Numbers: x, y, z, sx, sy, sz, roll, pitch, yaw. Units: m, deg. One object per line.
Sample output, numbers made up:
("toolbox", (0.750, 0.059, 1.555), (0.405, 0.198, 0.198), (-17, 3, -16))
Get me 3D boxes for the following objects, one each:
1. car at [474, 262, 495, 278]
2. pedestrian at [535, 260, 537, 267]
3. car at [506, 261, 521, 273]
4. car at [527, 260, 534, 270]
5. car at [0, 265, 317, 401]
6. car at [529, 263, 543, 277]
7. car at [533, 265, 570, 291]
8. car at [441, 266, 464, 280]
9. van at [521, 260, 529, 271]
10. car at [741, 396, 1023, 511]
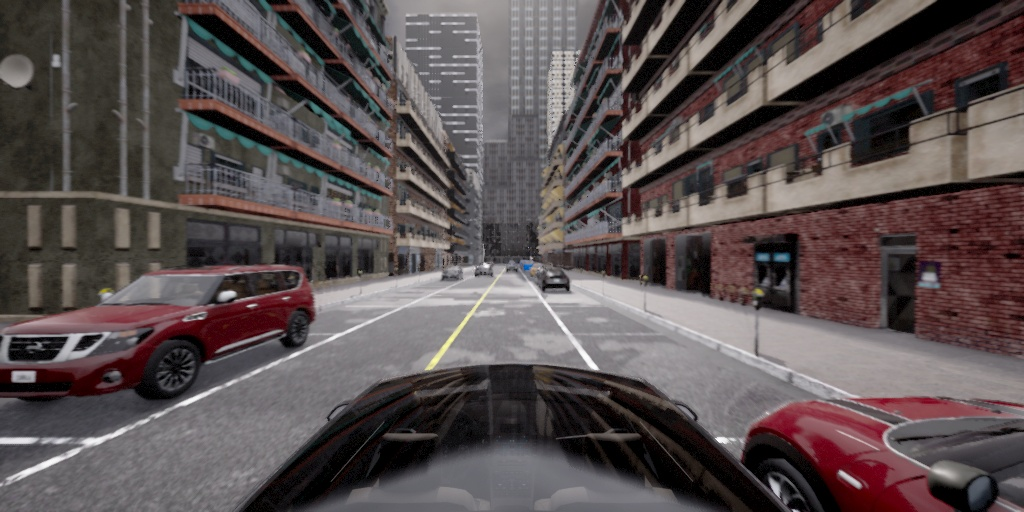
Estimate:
("car", (-3.089, 1.666, 40.125), (1.994, 1.385, 4.181), (0, -1, 0))
("pedestrian", (2.991, 1.434, 44.267), (0.375, 1.860, 0.375), (-1, 0, -3))
("car", (-0.008, 1.835, 54.402), (1.895, 1.301, 4.718), (0, -1, 0))
("car", (2.991, 1.568, 41.285), (1.801, 1.575, 5.366), (0, -1, 0))
("car", (-5.693, 1.110, 6.694), (2.192, 1.841, 5.009), (0, 0, 0))
("car", (2.683, 1.551, 29.075), (2.007, 1.370, 4.403), (0, 0, 0))
("car", (2.685, 1.515, 23.473), (1.948, 1.339, 4.313), (0, 0, 0))
("car", (-5.699, 1.602, 34.703), (2.007, 1.370, 4.403), (0, 0, 0))
("van", (2.677, 1.600, 57.084), (1.690, 1.789, 3.998), (0, 0, 0))
("car", (2.689, 1.184, 1.066), (1.967, 1.591, 4.097), (0, 0, 0))
